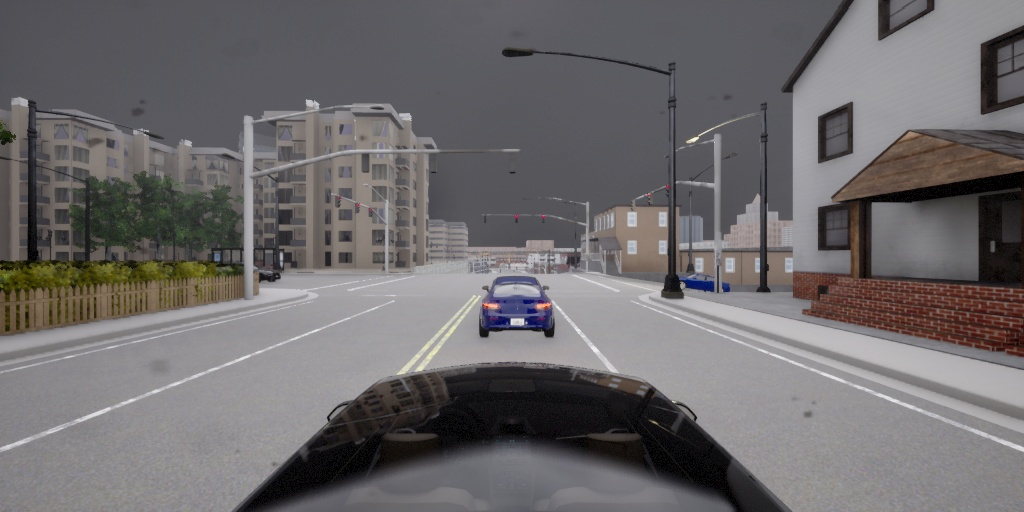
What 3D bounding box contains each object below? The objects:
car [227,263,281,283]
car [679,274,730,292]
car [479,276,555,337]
[{"bbox_3d":[-19.880,1.255,26.647,4.892,1.490,1.837,0,0,1],"label":"car"},{"bbox_3d":[15.384,2.209,29.825,5.008,1.535,1.882,9,0,1],"label":"car"},{"bbox_3d":[0.112,1.276,10.145,1.812,1.442,4.674,0,0,0],"label":"car"}]
